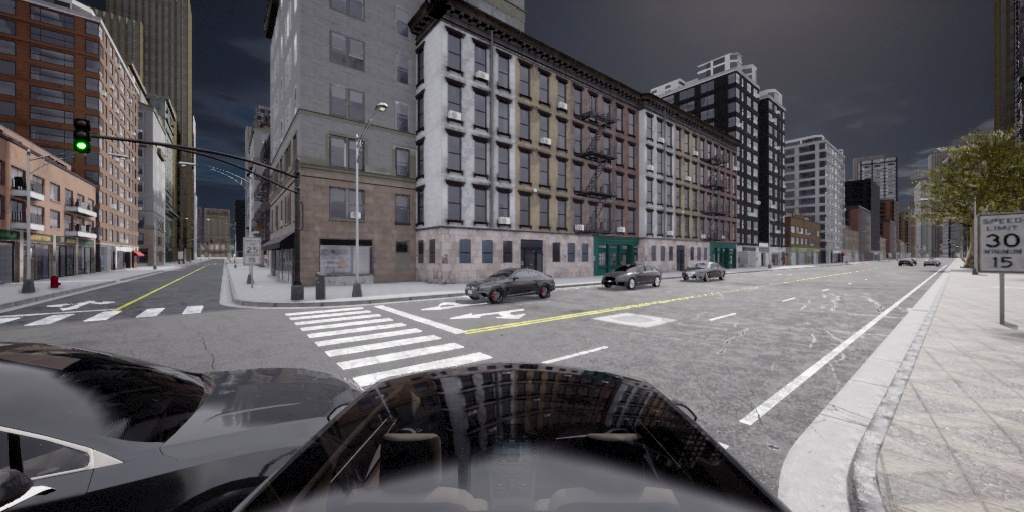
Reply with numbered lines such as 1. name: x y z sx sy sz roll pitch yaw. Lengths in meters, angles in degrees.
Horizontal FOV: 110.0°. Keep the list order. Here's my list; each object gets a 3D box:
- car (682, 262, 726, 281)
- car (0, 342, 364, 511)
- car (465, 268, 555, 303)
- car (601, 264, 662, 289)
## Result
1. car: 15.773 1.237 29.423 4.902 1.511 2.128 0 0 -39
2. car: -3.216 1.257 1.828 4.892 1.490 1.837 0 0 -34
3. car: 0.024 1.287 16.787 4.674 1.442 1.812 0 0 -39
4. car: 7.739 1.259 22.983 4.892 1.490 1.837 0 0 -39
